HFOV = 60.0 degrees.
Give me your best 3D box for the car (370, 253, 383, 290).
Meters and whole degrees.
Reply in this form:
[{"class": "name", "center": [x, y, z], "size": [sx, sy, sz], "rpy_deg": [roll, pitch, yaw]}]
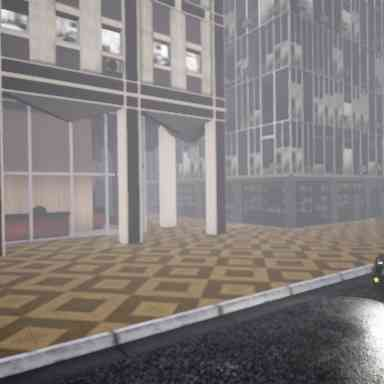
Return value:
[{"class": "car", "center": [5.922, 1.537, 7.598], "size": [4.181, 1.385, 1.994], "rpy_deg": [0, 0, -35]}]
